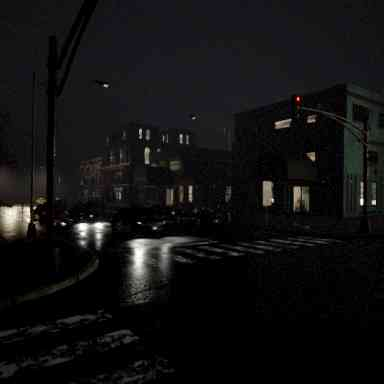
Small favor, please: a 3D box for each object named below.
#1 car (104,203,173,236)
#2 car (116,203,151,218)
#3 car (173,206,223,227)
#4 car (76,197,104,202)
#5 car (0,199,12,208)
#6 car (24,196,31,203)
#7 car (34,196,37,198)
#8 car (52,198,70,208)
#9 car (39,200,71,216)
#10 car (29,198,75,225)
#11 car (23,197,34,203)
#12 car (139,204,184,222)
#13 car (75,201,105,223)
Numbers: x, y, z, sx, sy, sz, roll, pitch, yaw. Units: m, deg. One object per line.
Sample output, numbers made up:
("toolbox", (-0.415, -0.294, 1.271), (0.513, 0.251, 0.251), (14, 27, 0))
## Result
("car", (-3.166, 1.582, 18.884), (1.812, 1.442, 4.674), (1, -1, -33))
("car", (-5.847, 1.791, 33.090), (1.802, 1.307, 4.206), (1, -1, -35))
("car", (0.400, 1.708, 24.082), (2.008, 1.369, 4.403), (1, -1, -35))
("car", (-12.854, 1.582, 43.120), (2.192, 1.841, 5.009), (1, -1, -35))
("car", (-29.202, 1.741, 51.837), (1.752, 1.417, 4.829), (1, -1, -35))
("car", (-38.228, 1.796, 79.564), (2.192, 1.841, 5.009), (1, -1, -35))
("car", (-31.999, 1.953, 70.578), (1.752, 1.417, 4.829), (1, -1, -35))
("car", (-22.413, 1.786, 56.754), (1.967, 1.590, 4.097), (1, -1, -35))
("car", (-14.678, 1.643, 35.469), (2.128, 1.511, 4.902), (1, -1, -35))
("car", (-10.425, 1.496, 24.536), (1.967, 1.590, 4.097), (1, -1, -35))
("car", (-41.393, 2.060, 84.123), (2.008, 1.369, 4.403), (1, -1, -35))
("car", (-2.724, 1.749, 28.587), (1.947, 1.339, 4.313), (1, -1, -35))
("car", (-8.815, 1.666, 26.986), (1.994, 1.385, 4.181), (1, -1, -35))
